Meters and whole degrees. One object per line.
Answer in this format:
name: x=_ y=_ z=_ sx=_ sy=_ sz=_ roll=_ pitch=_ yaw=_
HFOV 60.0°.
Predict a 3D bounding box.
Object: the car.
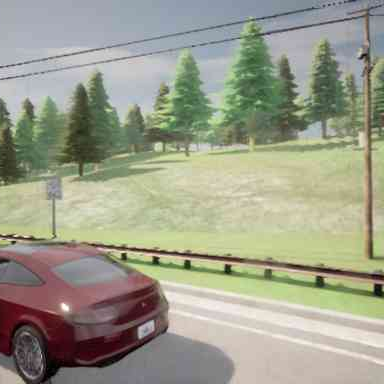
car: x=-2.523 y=1.524 z=5.293 sx=4.674 sy=1.442 sz=1.812 roll=0 pitch=0 yaw=32
